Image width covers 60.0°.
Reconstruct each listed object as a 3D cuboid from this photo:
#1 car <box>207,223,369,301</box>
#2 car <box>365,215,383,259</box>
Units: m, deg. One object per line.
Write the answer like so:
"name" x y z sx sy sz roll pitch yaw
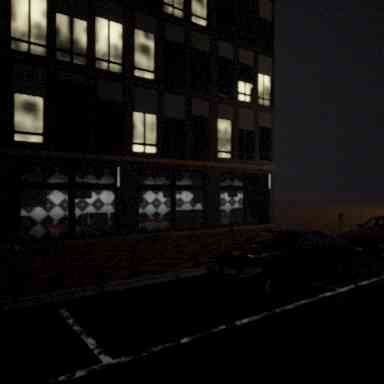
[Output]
"car" 2.318 1.551 8.209 4.206 1.307 1.802 0 1 -36
"car" 6.945 1.486 11.512 4.507 1.381 1.887 0 1 -36
